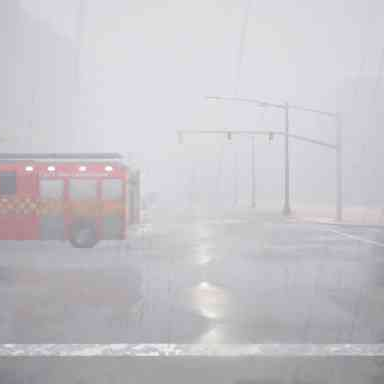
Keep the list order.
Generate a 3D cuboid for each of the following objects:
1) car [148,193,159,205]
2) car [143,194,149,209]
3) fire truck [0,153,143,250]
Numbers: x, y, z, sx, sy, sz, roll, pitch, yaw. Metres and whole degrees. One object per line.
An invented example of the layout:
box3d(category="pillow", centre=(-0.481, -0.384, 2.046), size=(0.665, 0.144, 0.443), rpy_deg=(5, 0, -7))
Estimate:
box3d(category="car", centre=(-6.905, 1.223, 57.342), size=(2.150, 2.045, 5.566), rpy_deg=(0, 0, 1))
box3d(category="car", centre=(-6.976, 1.353, 41.222), size=(2.097, 1.767, 4.553), rpy_deg=(0, 0, 0))
box3d(category="fire truck", centre=(-6.657, 0.342, 14.240), size=(8.468, 3.827, 2.891), rpy_deg=(0, 0, 0))
